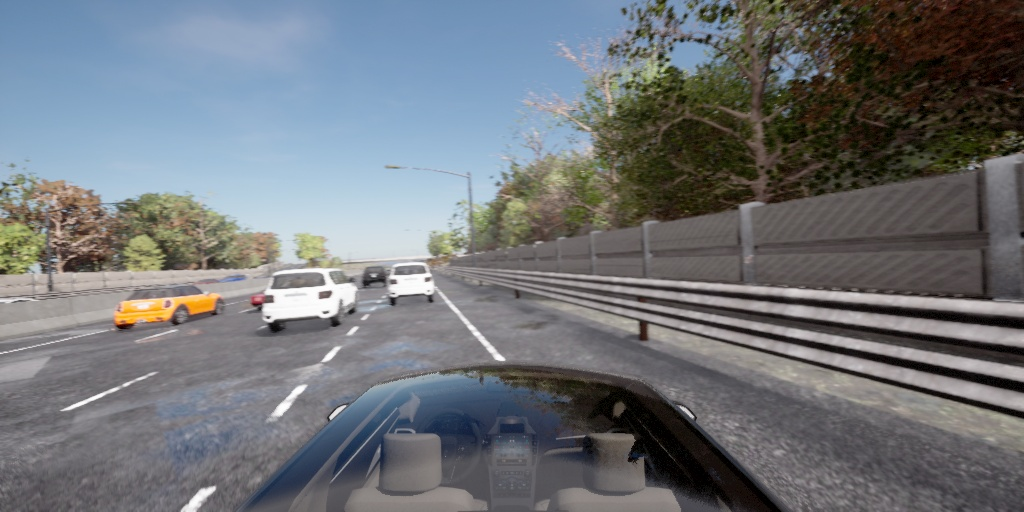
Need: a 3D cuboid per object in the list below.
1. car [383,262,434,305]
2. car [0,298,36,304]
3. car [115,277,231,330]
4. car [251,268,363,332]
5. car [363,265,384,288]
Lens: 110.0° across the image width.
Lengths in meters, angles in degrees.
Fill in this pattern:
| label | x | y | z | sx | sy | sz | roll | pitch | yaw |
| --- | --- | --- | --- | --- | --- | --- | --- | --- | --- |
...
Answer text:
| label | x | y | z | sx | sy | sz | roll | pitch | yaw |
| --- | --- | --- | --- | --- | --- | --- | --- | --- | --- |
| car | -5.550 | 1.412 | 19.773 | 2.150 | 2.045 | 5.566 | -3 | 0 | -15 |
| car | -27.167 | 3.030 | 19.061 | 1.812 | 1.442 | 4.674 | -3 | 0 | -15 |
| car | -15.403 | 2.124 | 16.470 | 2.097 | 1.767 | 4.553 | -3 | 0 | -15 |
| car | -7.426 | 1.493 | 13.746 | 2.150 | 2.045 | 5.566 | -3 | 0 | -15 |
| car | -13.202 | 1.969 | 34.979 | 2.150 | 2.045 | 5.566 | -3 | 0 | -15 |
